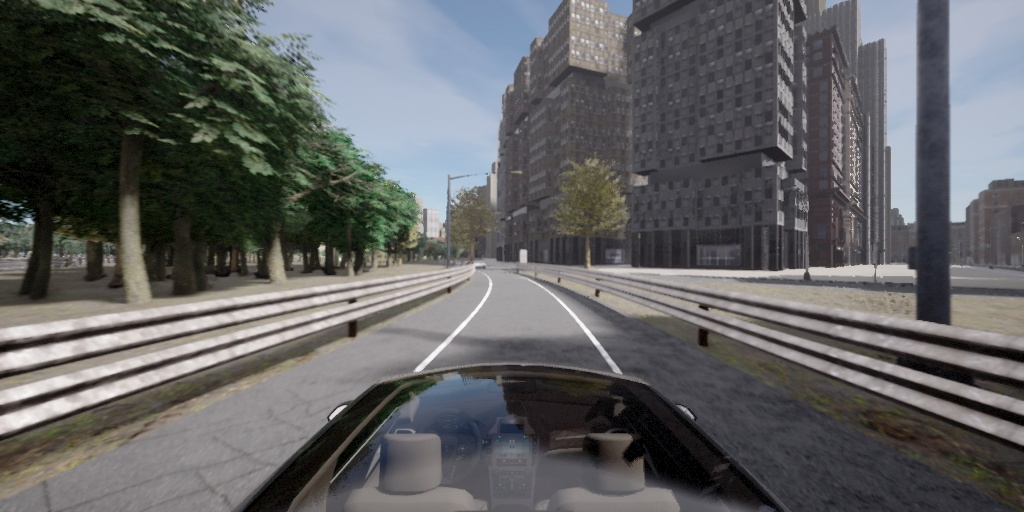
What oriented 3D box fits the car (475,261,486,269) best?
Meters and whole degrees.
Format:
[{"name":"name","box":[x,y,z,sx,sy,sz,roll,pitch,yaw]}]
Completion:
[{"name":"car","box":[-5.911,1.569,63.078,1.895,1.301,4.718,0,0,-17]}]
